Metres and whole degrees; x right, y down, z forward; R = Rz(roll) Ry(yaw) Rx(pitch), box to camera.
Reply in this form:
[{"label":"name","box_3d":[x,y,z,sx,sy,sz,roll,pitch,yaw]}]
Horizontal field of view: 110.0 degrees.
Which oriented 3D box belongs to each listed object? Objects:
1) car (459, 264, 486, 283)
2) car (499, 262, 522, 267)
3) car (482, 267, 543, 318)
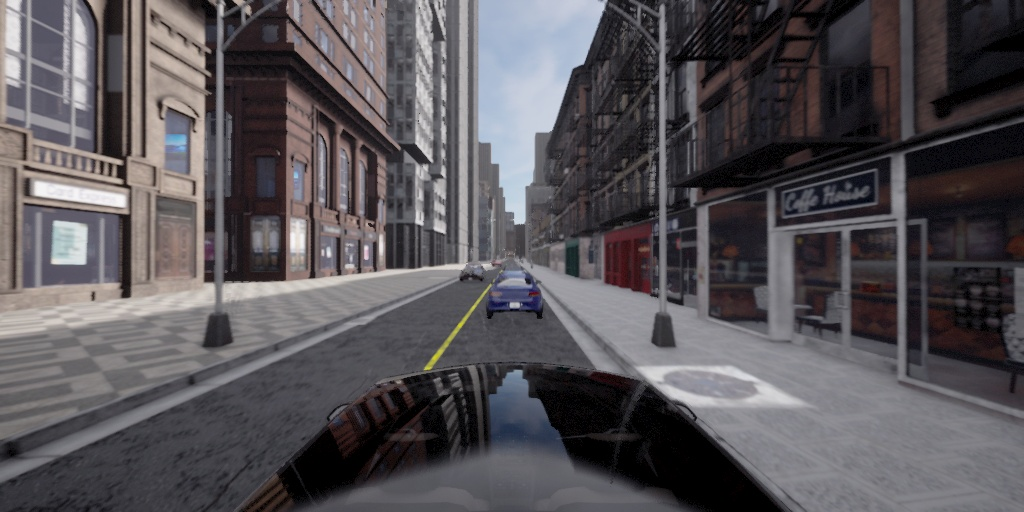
[{"label":"car","box_3d":[-3.099,1.347,29.340,2.033,1.411,5.357,0,0,0]},{"label":"car","box_3d":[0.098,1.402,29.727,1.895,1.301,4.718,0,0,0]},{"label":"car","box_3d":[0.089,1.293,12.935,1.812,1.442,4.674,0,0,0]}]
